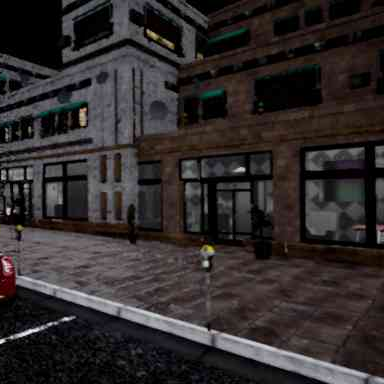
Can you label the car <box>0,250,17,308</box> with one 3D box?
[{"bbox_3d":[-5.362,1.437,6.712,4.097,1.590,1.967,0,-1,36],"label":"car"}]
